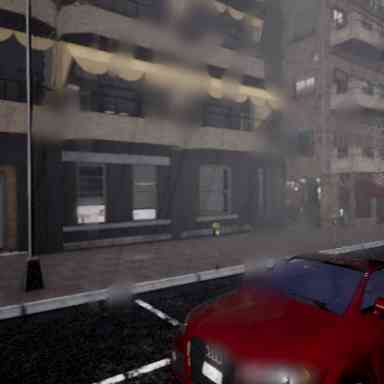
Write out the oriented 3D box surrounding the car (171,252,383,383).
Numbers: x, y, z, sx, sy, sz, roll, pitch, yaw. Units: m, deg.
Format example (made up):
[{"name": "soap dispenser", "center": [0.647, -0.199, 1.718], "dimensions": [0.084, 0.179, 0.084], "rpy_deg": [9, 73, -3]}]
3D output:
[{"name": "car", "center": [1.817, 1.563, 4.367], "dimensions": [4.181, 1.385, 1.994], "rpy_deg": [0, 0, -35]}]
